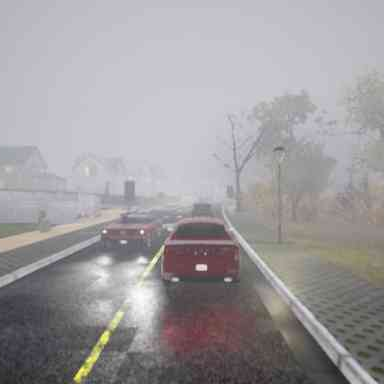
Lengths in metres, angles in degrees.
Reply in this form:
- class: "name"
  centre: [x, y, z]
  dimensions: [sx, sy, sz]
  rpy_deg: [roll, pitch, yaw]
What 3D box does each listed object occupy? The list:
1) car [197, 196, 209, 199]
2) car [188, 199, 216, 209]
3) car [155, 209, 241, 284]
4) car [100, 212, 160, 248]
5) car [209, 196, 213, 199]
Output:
- class: "car"
  centre: [1.812, 1.698, 65.711]
  dimensions: [1.812, 1.442, 4.674]
  rpy_deg: [0, 0, 8]
- class: "car"
  centre: [0.754, 1.512, 25.228]
  dimensions: [1.837, 1.490, 4.892]
  rpy_deg: [0, 0, 0]
- class: "car"
  centre: [0.260, 1.470, 9.640]
  dimensions: [1.882, 1.535, 5.008]
  rpy_deg: [0, 0, 1]
- class: "car"
  centre: [-2.543, 1.595, 14.831]
  dimensions: [1.895, 1.301, 4.718]
  rpy_deg: [0, 0, 2]
- class: "car"
  centre: [4.110, 1.602, 80.856]
  dimensions: [1.882, 1.535, 5.008]
  rpy_deg: [0, 0, 9]
